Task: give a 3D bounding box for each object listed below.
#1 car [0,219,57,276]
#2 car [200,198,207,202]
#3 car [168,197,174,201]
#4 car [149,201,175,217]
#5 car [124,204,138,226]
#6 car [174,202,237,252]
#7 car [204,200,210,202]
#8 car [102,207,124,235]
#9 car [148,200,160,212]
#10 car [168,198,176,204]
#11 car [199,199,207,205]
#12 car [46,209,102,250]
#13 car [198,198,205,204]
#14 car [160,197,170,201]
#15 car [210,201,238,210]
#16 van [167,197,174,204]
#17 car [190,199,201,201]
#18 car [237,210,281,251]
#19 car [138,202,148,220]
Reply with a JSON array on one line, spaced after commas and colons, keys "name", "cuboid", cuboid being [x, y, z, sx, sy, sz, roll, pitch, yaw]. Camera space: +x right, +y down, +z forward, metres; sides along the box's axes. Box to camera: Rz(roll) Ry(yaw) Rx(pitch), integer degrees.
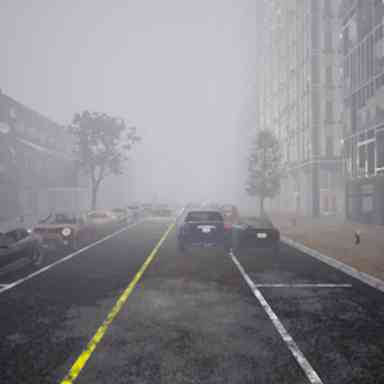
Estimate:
[{"name": "car", "cuboid": [-5.679, 1.658, 9.172, 1.947, 1.339, 4.313, 1, -1, 0]}, {"name": "car", "cuboid": [2.668, 2.072, 54.438, 1.752, 1.417, 4.829, 1, -1, 0]}, {"name": "car", "cuboid": [-5.680, 2.356, 76.898, 1.802, 1.307, 4.206, 1, -1, 0]}, {"name": "car", "cuboid": [-3.095, 1.919, 35.391, 1.994, 1.385, 4.181, 0, -1, 0]}, {"name": "car", "cuboid": [-5.679, 1.843, 26.103, 1.802, 1.307, 4.206, 1, -1, 0]}, {"name": "car", "cuboid": [0.384, 1.500, 14.835, 2.097, 1.767, 4.553, 0, -1, -4]}, {"name": "car", "cuboid": [2.668, 1.940, 37.336, 1.947, 1.339, 4.313, 1, -1, 0]}, {"name": "car", "cuboid": [-5.679, 1.729, 20.290, 1.752, 1.417, 4.829, 1, -1, 0]}, {"name": "car", "cuboid": [-5.680, 1.998, 43.035, 1.947, 1.339, 4.313, 1, -1, 0]}, {"name": "car", "cuboid": [-5.678, 2.387, 93.830, 1.967, 1.590, 4.097, 1, -1, 0]}, {"name": "car", "cuboid": [2.668, 2.397, 82.486, 1.947, 1.339, 4.313, 1, -1, 0]}, {"name": "car", "cuboid": [-5.677, 1.589, 14.817, 1.967, 1.590, 4.097, 1, -1, 0]}, {"name": "car", "cuboid": [2.667, 2.512, 93.775, 1.947, 1.339, 4.313, 1, -1, 0]}, {"name": "car", "cuboid": [-5.679, 2.153, 59.966, 2.008, 1.369, 4.403, 1, -1, 0]}, {"name": "car", "cuboid": [2.670, 1.701, 26.050, 1.967, 1.590, 4.097, 1, -1, 0]}, {"name": "van", "cuboid": [-5.676, 2.230, 88.187, 1.690, 1.788, 3.998, 1, -1, 0]}, {"name": "car", "cuboid": [0.100, 2.150, 58.419, 1.994, 1.385, 4.181, 0, -1, 0]}, {"name": "car", "cuboid": [2.668, 1.713, 14.761, 1.947, 1.339, 4.313, 1, -1, 0]}, {"name": "car", "cuboid": [-5.679, 1.863, 31.747, 1.887, 1.381, 4.507, 1, -1, 0]}]
